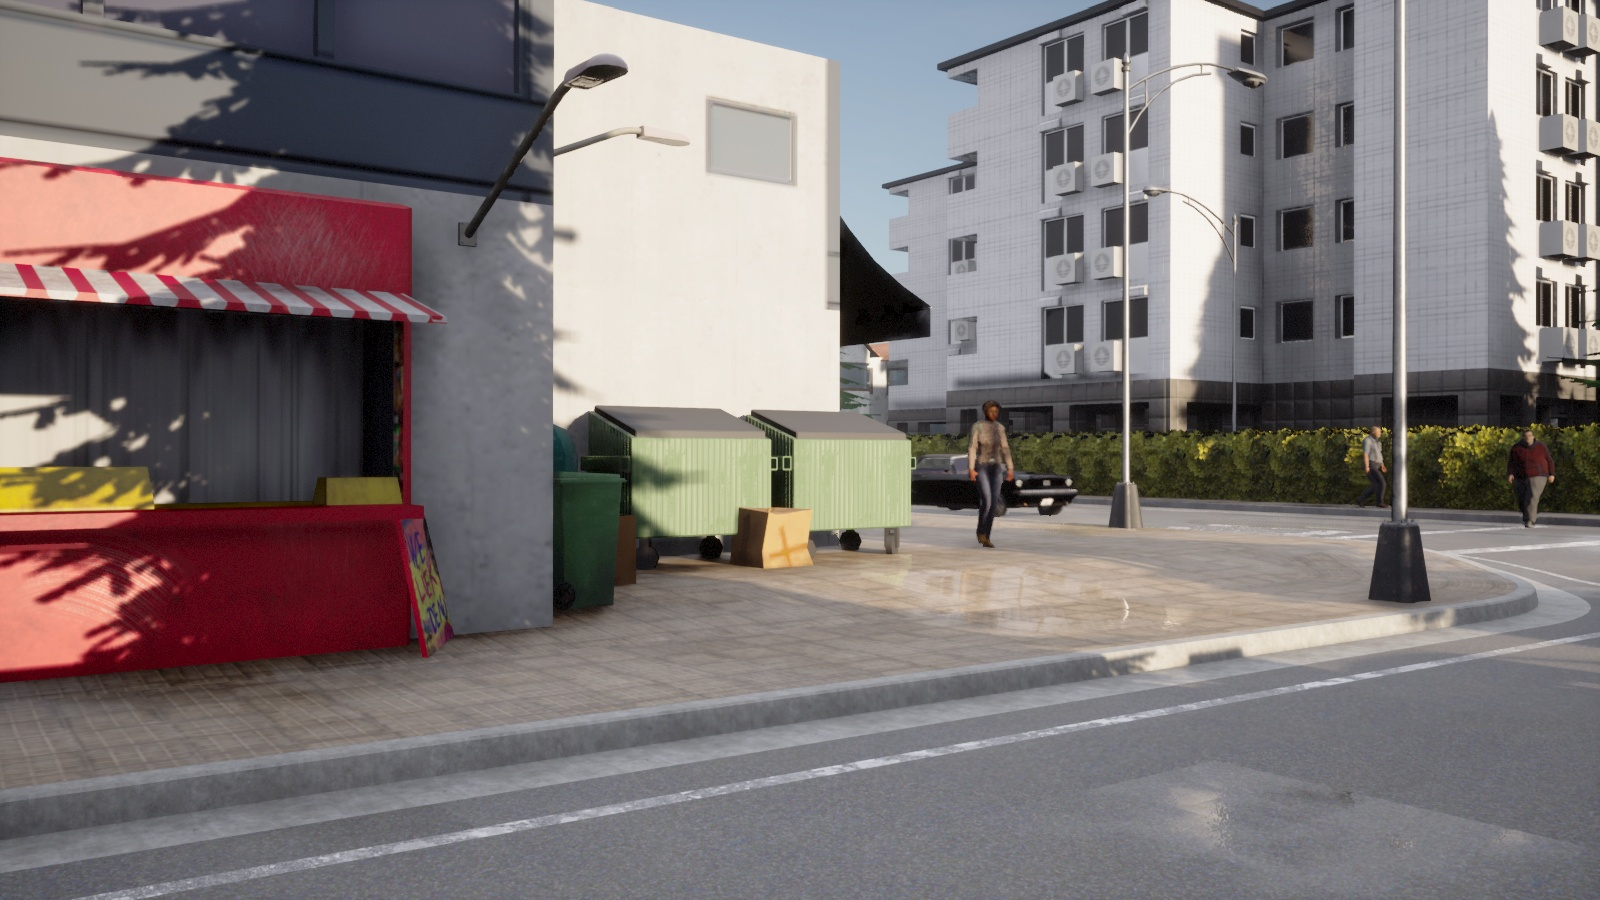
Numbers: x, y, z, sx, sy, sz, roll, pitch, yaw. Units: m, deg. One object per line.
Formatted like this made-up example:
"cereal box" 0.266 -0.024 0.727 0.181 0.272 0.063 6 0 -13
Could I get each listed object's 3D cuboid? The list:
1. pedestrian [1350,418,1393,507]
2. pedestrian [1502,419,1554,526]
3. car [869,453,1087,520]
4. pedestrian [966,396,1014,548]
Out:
"pedestrian" 12.139 0.264 26.684 0.694 1.848 0.540 0 0 44
"pedestrian" 12.918 0.392 22.278 0.634 1.844 0.899 0 0 40
"car" 3.723 0.727 27.093 1.895 1.301 4.718 0 0 -36
"pedestrian" 2.325 0.264 15.422 0.328 1.805 0.869 0 0 -10
